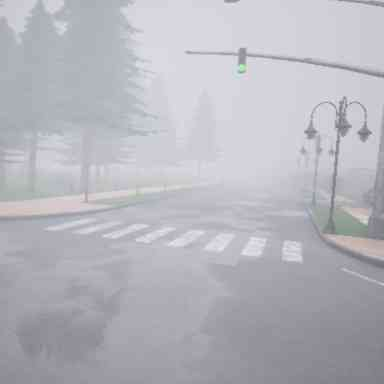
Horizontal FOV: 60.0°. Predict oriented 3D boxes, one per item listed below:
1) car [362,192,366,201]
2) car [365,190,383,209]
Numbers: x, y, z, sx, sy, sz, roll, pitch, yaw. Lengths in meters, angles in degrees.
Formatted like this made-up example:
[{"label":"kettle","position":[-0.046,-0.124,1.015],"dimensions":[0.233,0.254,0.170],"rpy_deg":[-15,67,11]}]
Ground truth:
[{"label":"car","position":[14.896,0.187,24.707],"dimensions":[3.866,1.878,1.905],"rpy_deg":[5,4,16]},{"label":"car","position":[14.564,0.350,22.190],"dimensions":[4.605,1.855,1.932],"rpy_deg":[5,4,16]}]
